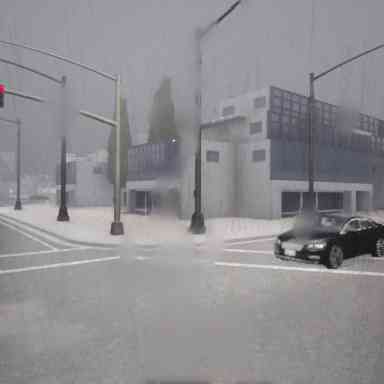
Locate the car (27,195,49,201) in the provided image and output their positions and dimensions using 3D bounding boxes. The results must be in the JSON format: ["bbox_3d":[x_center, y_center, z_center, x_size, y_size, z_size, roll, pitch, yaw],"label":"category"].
[{"bbox_3d":[-38.271,1.434,82.998,4.902,1.511,2.128,0,0,6],"label":"car"}]

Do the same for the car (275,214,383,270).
[{"bbox_3d":[4.826,1.532,11.259,4.902,1.511,2.128,0,0,-38],"label":"car"}]
